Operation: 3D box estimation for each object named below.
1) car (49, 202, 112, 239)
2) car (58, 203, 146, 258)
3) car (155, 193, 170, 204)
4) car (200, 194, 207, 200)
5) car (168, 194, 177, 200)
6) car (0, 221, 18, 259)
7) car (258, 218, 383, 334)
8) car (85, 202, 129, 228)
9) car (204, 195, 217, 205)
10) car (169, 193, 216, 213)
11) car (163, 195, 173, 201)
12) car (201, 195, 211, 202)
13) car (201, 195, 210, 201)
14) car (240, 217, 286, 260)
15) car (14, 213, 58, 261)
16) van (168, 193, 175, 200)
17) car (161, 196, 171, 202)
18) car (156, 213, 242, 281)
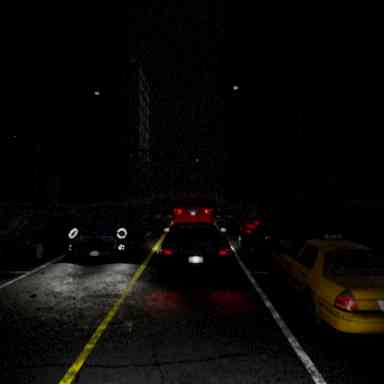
[{"bbox_3d":[-5.703,1.404,17.622,1.967,1.590,4.097,0,0,0],"label":"car"},{"bbox_3d":[-3.043,1.325,12.642,2.097,1.767,4.553,0,0,0],"label":"car"},{"bbox_3d":[-5.553,1.205,60.486,2.192,1.841,5.009,0,0,0],"label":"car"},{"bbox_3d":[3.067,1.376,87.814,1.752,1.417,4.829,0,0,0],"label":"car"},{"bbox_3d":[-5.439,1.394,93.112,2.008,1.369,4.403,0,0,0],"label":"car"},{"bbox_3d":[-5.741,1.537,6.708,2.008,1.369,4.403,0,0,0],"label":"car"},{"bbox_3d":[2.785,1.511,6.851,1.752,1.417,4.829,0,0,0],"label":"car"},{"bbox_3d":[-5.685,1.480,22.909,1.752,1.417,4.829,0,0,0],"label":"car"},{"bbox_3d":[2.953,1.339,55.019,1.967,1.590,4.097,0,0,0],"label":"car"},{"bbox_3d":[0.071,1.182,19.694,2.150,2.045,5.566,0,0,0],"label":"car"},{"bbox_3d":[-5.497,1.391,76.629,1.752,1.417,4.829,0,0,0],"label":"car"},{"bbox_3d":[3.010,1.424,71.331,2.008,1.369,4.403,0,0,0],"label":"car"},{"bbox_3d":[3.029,1.410,76.769,1.887,1.381,4.507,0,0,0],"label":"car"},{"bbox_3d":[2.803,1.541,12.137,1.947,1.339,4.313,0,0,0],"label":"car"},{"bbox_3d":[-5.722,1.520,12.165,1.887,1.381,4.507,0,0,0],"label":"car"},{"bbox_3d":[-5.459,1.192,87.674,1.690,1.788,3.998,0,0,0],"label":"van"},{"bbox_3d":[-5.515,1.455,71.362,1.802,1.307,4.206,0,0,0],"label":"car"},{"bbox_3d":[0.092,1.543,9.766,1.994,1.385,4.181,0,0,0],"label":"car"}]
